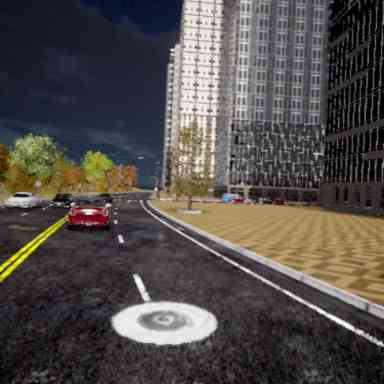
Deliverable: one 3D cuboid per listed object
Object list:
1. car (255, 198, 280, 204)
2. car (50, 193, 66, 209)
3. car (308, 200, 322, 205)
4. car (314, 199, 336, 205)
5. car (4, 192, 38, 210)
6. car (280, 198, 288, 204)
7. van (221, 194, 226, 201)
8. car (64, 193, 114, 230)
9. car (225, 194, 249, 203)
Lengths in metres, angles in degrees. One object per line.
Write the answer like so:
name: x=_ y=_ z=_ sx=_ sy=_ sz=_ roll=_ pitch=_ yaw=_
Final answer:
car: x=15.318 y=1.856 z=69.248 sx=4.313 sy=1.339 sz=1.947 roll=2 pitch=1 yaw=-5
car: x=-12.390 y=0.864 z=32.183 sx=1.837 sy=1.490 sz=4.892 roll=2 pitch=0 yaw=-12
car: x=26.637 y=2.295 z=70.302 sx=4.206 sy=1.307 sz=1.802 roll=2 pitch=1 yaw=-5
car: x=31.594 y=2.405 z=79.147 sx=4.313 sy=1.339 sz=1.947 roll=2 pitch=1 yaw=-5
car: x=-15.274 y=0.758 z=30.151 sx=1.812 sy=1.442 sz=4.674 roll=3 pitch=0 yaw=-12
car: x=20.269 y=1.960 z=78.167 sx=4.507 sy=1.381 sz=1.887 roll=2 pitch=1 yaw=-5
van: x=8.942 y=1.331 z=77.287 sx=3.998 sy=1.788 sz=1.690 roll=2 pitch=1 yaw=-5
car: x=-5.724 y=1.047 z=18.840 sx=2.097 sy=1.767 sz=4.553 roll=3 pitch=0 yaw=-15
car: x=9.665 y=1.519 z=68.695 sx=4.097 sy=1.590 sz=1.967 roll=2 pitch=1 yaw=-5
